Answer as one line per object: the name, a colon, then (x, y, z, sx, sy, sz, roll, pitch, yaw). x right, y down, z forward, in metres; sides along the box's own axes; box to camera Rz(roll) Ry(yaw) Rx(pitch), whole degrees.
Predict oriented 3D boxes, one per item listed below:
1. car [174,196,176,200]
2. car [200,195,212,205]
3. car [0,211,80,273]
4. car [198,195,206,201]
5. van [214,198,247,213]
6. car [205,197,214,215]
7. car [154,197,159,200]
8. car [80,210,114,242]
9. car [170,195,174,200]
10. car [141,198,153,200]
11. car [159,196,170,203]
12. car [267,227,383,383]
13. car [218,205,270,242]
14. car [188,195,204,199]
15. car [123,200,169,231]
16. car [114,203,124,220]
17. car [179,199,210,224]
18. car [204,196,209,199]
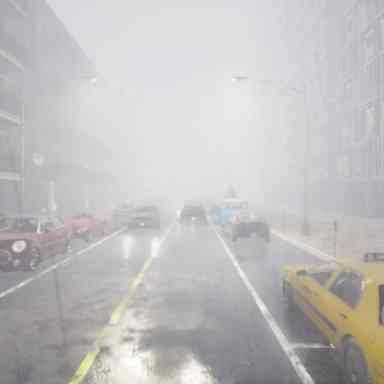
car: (-5.280, 1.516, 89.390, 1.752, 1.417, 4.829, 1, 0, 0)
car: (2.571, 1.427, 61.205, 1.967, 1.590, 4.097, 1, 0, 0)
car: (-5.305, 1.436, 10.508, 1.967, 1.590, 4.097, 1, 0, 0)
car: (2.567, 1.541, 89.468, 2.008, 1.369, 4.403, 1, 0, 0)
van: (2.576, 1.334, 21.639, 1.690, 1.788, 3.998, 1, 0, 0)
car: (2.572, 1.535, 32.944, 1.887, 1.381, 4.507, 1, 0, 0)
car: (-5.307, 1.429, 38.741, 1.967, 1.590, 4.097, 1, 0, 0)
car: (-5.307, 1.576, 16.155, 1.802, 1.307, 4.206, 1, 0, 0)
car: (-5.285, 1.538, 66.974, 2.008, 1.369, 4.403, 1, 0, 0)
car: (-5.308, 1.515, 32.925, 1.752, 1.417, 4.829, 1, 0, 0)
car: (-5.320, 1.553, 55.681, 1.947, 1.339, 4.313, 1, 0, 0)
car: (2.575, 1.524, 4.852, 1.752, 1.417, 4.829, 1, 0, 0)
car: (2.574, 1.545, 15.986, 2.008, 1.369, 4.403, 1, 0, 0)
car: (0.096, 1.480, 42.594, 2.128, 1.511, 4.902, 0, 0, 0)
car: (-2.752, 1.516, 20.872, 1.882, 1.535, 5.008, 0, 0, 0)
car: (-5.308, 1.573, 27.448, 1.802, 1.307, 4.206, 1, 0, 0)
car: (0.098, 1.498, 24.458, 1.837, 1.490, 4.892, 0, 0, 0)
car: (2.571, 1.513, 50.071, 1.752, 1.417, 4.829, 1, 0, 0)
